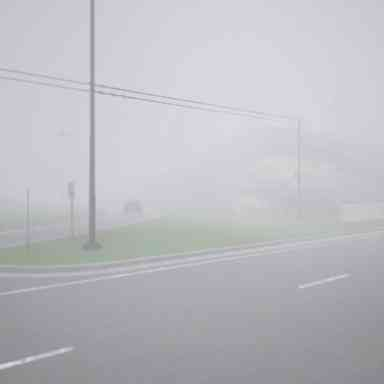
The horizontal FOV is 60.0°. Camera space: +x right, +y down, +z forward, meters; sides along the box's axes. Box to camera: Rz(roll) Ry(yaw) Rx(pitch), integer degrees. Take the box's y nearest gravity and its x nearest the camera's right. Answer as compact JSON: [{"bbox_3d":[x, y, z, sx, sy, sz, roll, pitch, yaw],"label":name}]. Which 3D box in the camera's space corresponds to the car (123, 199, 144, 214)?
[{"bbox_3d":[-6.247,1.509,35.564,1.837,1.490,4.892,1,0,-9],"label":"car"}]
